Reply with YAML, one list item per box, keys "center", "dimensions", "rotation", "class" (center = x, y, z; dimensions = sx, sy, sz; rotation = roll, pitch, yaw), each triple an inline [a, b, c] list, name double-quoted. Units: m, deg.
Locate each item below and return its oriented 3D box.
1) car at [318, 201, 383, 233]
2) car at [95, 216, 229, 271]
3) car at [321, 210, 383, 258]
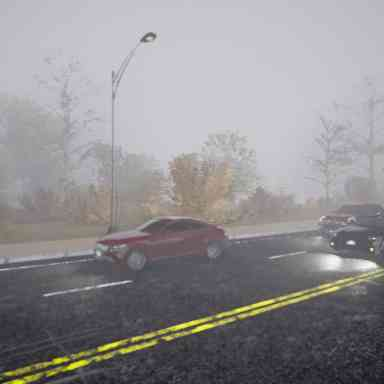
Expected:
- center: [8.883, 1.419, 18.064]
  dimensions: [4.553, 1.767, 2.097]
  rotation: [0, 0, -36]
  class: "car"
- center: [-0.836, 1.550, 11.093]
  dimensions: [4.674, 1.442, 1.812]
  rotation: [0, 0, -36]
  class: "car"
- center: [7.215, 1.615, 12.869]
  dimensions: [4.181, 1.385, 1.994]
  rotation: [0, 0, -36]
  class: "car"
